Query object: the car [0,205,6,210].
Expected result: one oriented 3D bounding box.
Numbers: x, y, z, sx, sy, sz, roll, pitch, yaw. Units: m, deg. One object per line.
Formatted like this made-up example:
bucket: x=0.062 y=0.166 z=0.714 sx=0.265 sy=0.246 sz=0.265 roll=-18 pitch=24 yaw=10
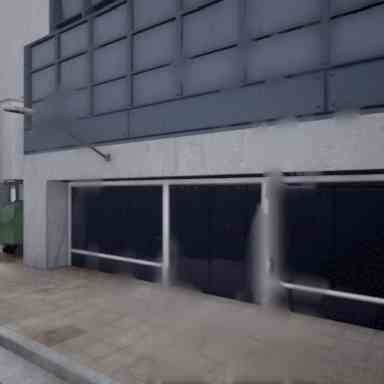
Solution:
car: x=-14.268 y=1.321 z=28.840 sx=1.837 sy=1.490 sz=4.892 roll=0 pitch=0 yaw=36
